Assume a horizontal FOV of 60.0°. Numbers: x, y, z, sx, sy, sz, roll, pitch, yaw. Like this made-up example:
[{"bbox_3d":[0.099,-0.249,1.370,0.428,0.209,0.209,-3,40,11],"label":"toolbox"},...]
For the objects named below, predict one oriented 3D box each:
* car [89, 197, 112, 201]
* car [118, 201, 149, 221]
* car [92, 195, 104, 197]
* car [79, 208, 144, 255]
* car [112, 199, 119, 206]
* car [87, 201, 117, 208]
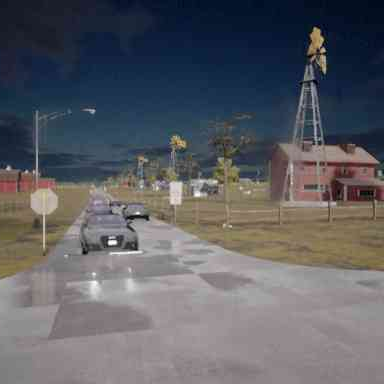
[{"bbox_3d":[-9.915,1.600,35.117,2.128,1.511,4.902,0,-1,-16],"label":"car"},{"bbox_3d":[-4.808,1.626,27.944,1.994,1.385,4.181,0,0,-16],"label":"car"},{"bbox_3d":[-12.986,1.430,46.047,2.150,2.045,5.566,0,-1,-16],"label":"car"},{"bbox_3d":[-3.439,1.568,13.359,1.994,1.385,4.181,0,0,-20],"label":"car"},{"bbox_3d":[-13.201,1.859,56.777,1.812,1.442,4.674,0,-1,-16],"label":"car"},{"bbox_3d":[-6.540,1.600,23.367,1.994,1.385,4.181,0,0,-16],"label":"car"}]
